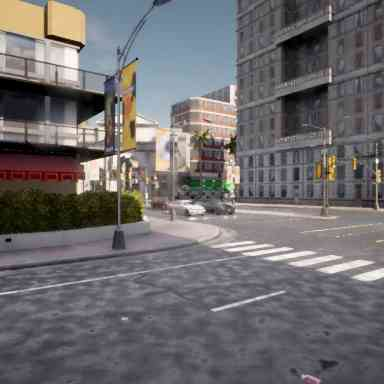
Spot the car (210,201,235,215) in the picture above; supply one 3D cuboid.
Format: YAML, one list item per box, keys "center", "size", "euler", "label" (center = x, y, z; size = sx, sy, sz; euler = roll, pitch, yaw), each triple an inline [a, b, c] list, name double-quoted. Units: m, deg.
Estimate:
- center: [2.449, 1.564, 33.837]
  size: [1.994, 1.385, 4.181]
  euler: [0, 0, -35]
  label: "car"

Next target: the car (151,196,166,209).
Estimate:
- center: [-3.417, 1.352, 42.211]
  size: [2.097, 1.767, 4.553]
  euler: [0, 0, -35]
  label: "car"

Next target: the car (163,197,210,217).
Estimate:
- center: [-0.623, 1.526, 32.117]
  size: [1.812, 1.442, 4.674]
  euler: [0, 0, -35]
  label: "car"
